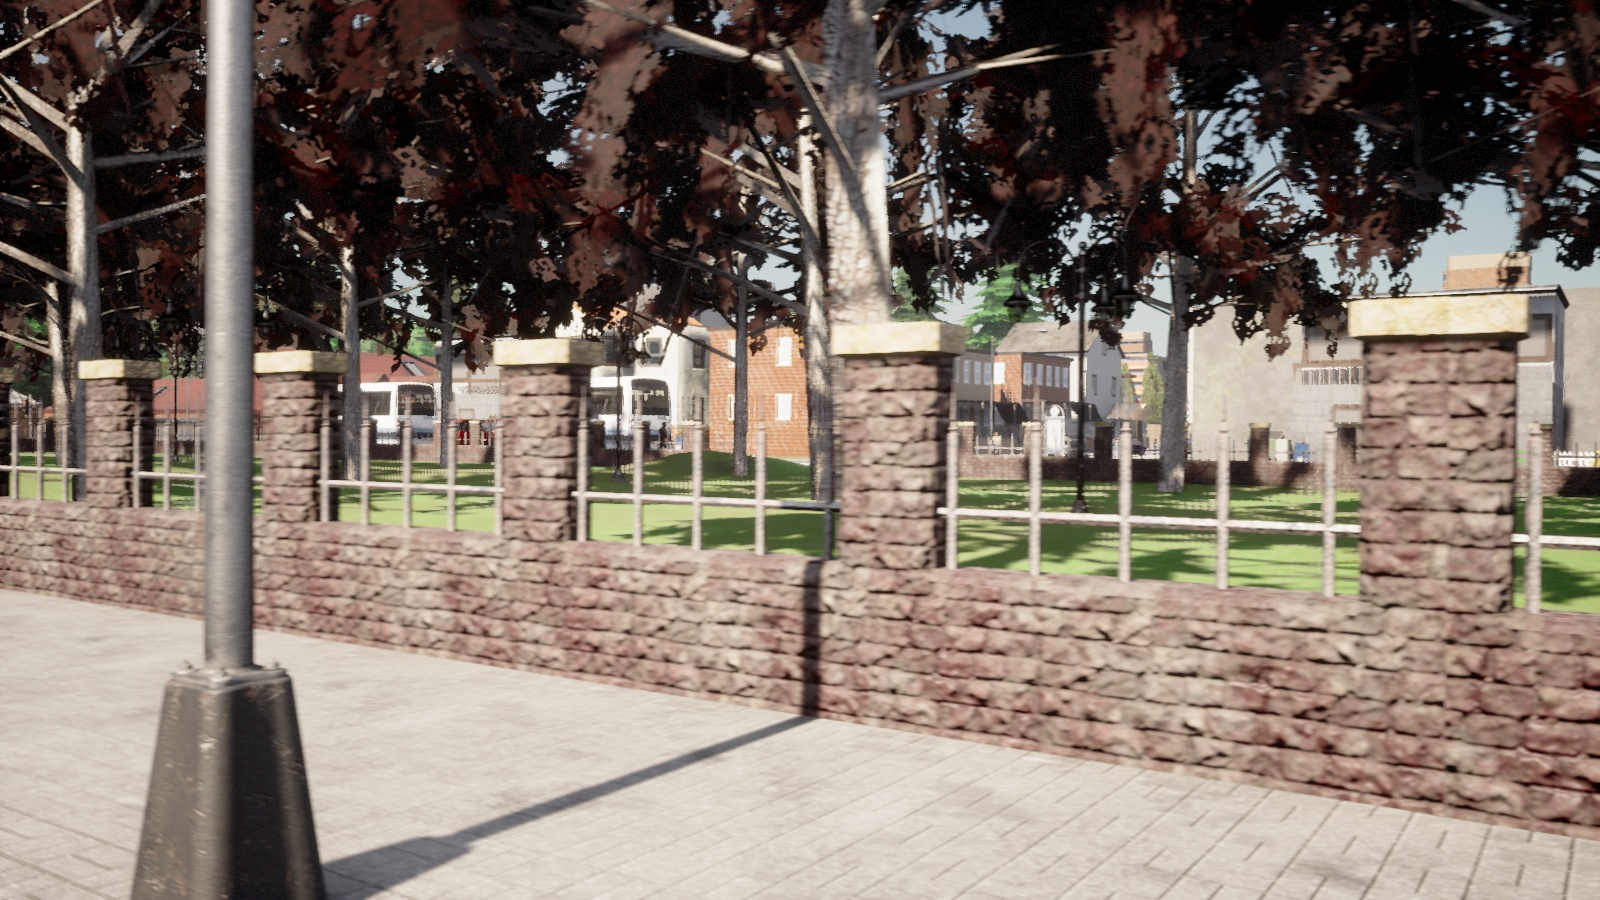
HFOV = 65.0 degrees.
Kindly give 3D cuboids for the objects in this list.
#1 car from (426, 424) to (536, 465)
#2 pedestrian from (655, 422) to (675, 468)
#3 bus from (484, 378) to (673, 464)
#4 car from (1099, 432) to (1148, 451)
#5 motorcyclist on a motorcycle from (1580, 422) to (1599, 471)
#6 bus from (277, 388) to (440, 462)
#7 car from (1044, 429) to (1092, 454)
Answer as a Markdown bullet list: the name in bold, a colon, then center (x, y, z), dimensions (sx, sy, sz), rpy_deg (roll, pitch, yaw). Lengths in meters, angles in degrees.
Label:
- **car**: center (-16.423, -0.283, 64.639), dimensions (5.566, 2.045, 2.150), rpy_deg (0, 1, 30)
- **pedestrian**: center (-5.485, -0.206, 51.049), dimensions (0.720, 1.854, 0.376), rpy_deg (0, 1, 34)
- **bus**: center (-11.807, -1.443, 66.295), dimensions (10.273, 4.253, 3.944), rpy_deg (0, 1, 38)
- **car**: center (23.097, -0.600, 89.580), dimensions (1.895, 1.301, 4.718), rpy_deg (0, 1, 34)
- **motorcyclist on a motorcycle**: center (26.522, -0.114, 40.947), dimensions (1.817, 1.590, 0.866), rpy_deg (0, 1, 34)
- **bus**: center (-27.018, -1.446, 76.608), dimensions (10.273, 4.253, 3.944), rpy_deg (0, 1, 34)
- **car**: center (17.293, -0.551, 80.886), dimensions (1.789, 1.549, 3.705), rpy_deg (0, 1, 34)
